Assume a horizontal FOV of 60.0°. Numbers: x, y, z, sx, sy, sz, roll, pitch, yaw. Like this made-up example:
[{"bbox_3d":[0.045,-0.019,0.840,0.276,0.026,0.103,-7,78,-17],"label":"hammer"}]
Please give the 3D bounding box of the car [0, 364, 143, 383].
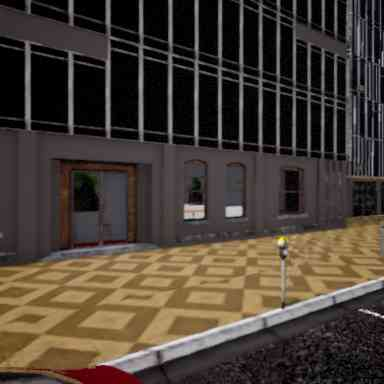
[{"bbox_3d":[-1.952,1.572,1.060,4.206,1.307,1.802,0,0,-35],"label":"car"}]
